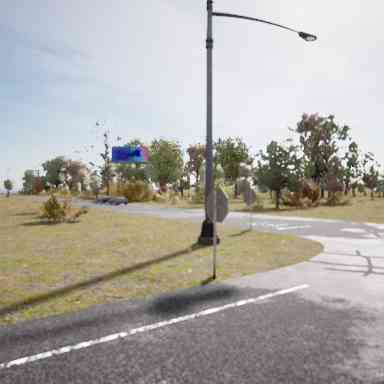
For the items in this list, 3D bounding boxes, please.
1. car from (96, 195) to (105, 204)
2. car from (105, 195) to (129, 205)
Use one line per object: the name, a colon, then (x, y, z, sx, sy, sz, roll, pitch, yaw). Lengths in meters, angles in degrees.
car: (-16.168, 1.376, 60.950, 1.837, 1.490, 4.892, 0, 0, -34)
car: (-12.187, 1.432, 55.029, 2.033, 1.411, 5.357, 0, 0, -33)
